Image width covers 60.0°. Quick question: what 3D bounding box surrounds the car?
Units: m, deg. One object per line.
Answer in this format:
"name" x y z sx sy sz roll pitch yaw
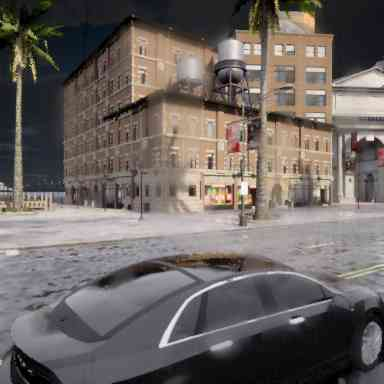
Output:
"car" 0.511 1.506 4.024 4.892 1.490 1.837 0 0 -35
